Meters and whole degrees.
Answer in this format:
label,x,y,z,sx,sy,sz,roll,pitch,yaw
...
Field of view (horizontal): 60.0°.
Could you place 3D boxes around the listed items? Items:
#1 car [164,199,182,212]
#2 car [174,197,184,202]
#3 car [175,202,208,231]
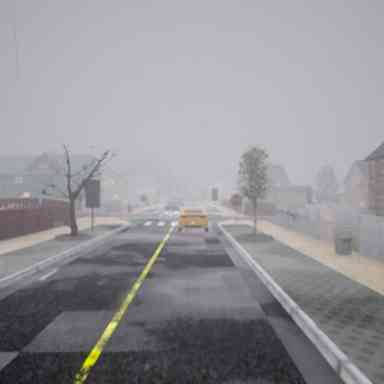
label,x,y,z,sx,sy,sz,roll,pitch,yaw
car,-2.825,2.089,47.867,1.994,1.385,4.181,0,-1,0
car,-2.732,1.984,65.953,2.150,2.045,5.566,0,-1,0
car,0.090,1.709,22.446,1.882,1.535,5.008,0,-1,0
